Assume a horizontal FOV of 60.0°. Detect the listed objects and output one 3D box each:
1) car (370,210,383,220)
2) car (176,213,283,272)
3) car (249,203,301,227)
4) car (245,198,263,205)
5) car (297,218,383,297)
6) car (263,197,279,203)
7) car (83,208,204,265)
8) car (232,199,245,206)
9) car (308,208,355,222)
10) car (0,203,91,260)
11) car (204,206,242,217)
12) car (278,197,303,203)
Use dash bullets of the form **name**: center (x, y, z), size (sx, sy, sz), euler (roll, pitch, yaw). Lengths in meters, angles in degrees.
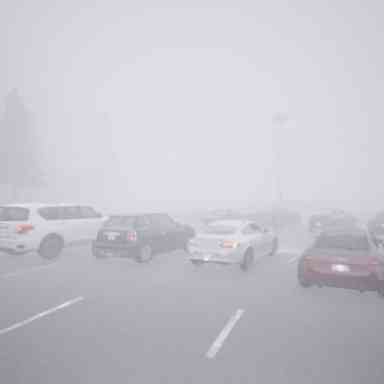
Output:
- **car**: center (11.541, 1.727, 19.090), size (1.994, 1.385, 4.181), euler (-1, -1, 42)
- **car**: center (1.528, 1.662, 11.392), size (1.812, 1.442, 4.674), euler (-1, -1, 29)
- **car**: center (5.944, 1.783, 23.338), size (2.128, 1.511, 4.902), euler (-1, -1, 42)
- **car**: center (12.600, 1.935, 62.329), size (1.882, 1.535, 5.008), euler (-1, 0, 42)
- **car**: center (4.155, 1.636, 8.958), size (1.994, 1.385, 4.181), euler (-1, -1, 28)
- **car**: center (15.471, 1.739, 60.309), size (2.097, 1.767, 4.553), euler (-1, 0, 42)
- **car**: center (-1.630, 1.541, 12.873), size (2.097, 1.767, 4.553), euler (-1, -1, 29)
- **car**: center (9.829, 2.072, 64.443), size (2.033, 1.411, 5.357), euler (-1, 0, 42)
- **car**: center (9.107, 1.752, 21.620), size (1.812, 1.442, 4.674), euler (-1, -1, 42)
- **car**: center (-5.196, 1.453, 13.722), size (2.150, 2.045, 5.566), euler (-1, -1, 28)
- **car**: center (2.806, 1.956, 25.085), size (1.895, 1.301, 4.718), euler (-1, -1, 42)
- **car**: center (17.280, 1.817, 57.110), size (1.882, 1.535, 5.008), euler (-1, 0, 42)
